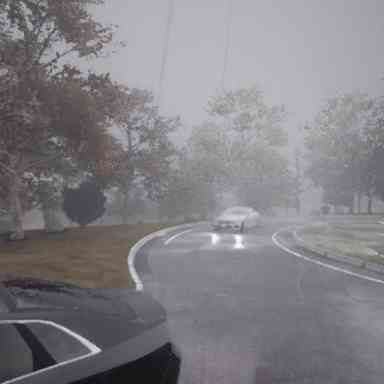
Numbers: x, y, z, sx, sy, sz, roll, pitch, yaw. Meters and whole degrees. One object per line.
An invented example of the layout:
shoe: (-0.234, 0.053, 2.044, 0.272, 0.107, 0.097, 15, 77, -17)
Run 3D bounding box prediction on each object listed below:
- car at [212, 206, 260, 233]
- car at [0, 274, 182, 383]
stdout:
car: (2.878, 1.633, 20.778, 1.812, 1.442, 4.674, 0, -1, 28)
car: (-2.323, 1.496, 2.198, 4.892, 1.490, 1.837, 1, 2, -39)
